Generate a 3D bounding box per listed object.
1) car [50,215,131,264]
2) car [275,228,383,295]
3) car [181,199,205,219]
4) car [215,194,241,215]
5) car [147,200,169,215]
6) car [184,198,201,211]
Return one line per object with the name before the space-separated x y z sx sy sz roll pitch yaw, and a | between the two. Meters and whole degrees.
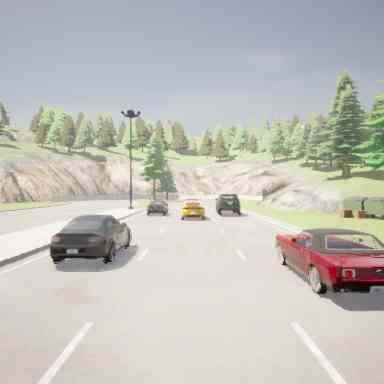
car | -3.400 1.526 11.770 1.812 1.442 4.674 0 0 0
car | 3.600 1.601 8.659 1.895 1.301 4.718 0 0 0
car | 0.090 1.477 28.806 1.882 1.535 5.008 0 0 0
car | 3.591 1.217 33.617 2.150 2.045 5.566 0 -1 1
car | -3.401 1.547 33.571 2.033 1.411 5.357 0 0 0
car | 0.095 1.547 41.287 2.033 1.411 5.357 0 0 0
